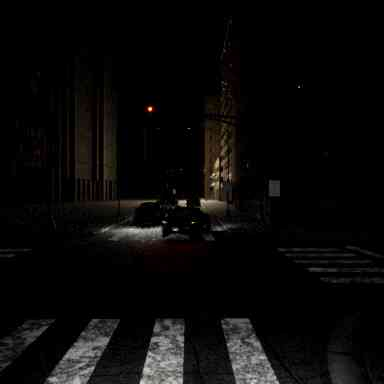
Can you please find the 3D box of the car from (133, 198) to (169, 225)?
[{"bbox_3d":[-3.052,1.479,24.437,1.882,1.535,5.008,0,0,0],"label":"car"}]

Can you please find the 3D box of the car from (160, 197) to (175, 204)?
[{"bbox_3d":[-3.034,1.527,34.401,1.812,1.442,4.674,0,0,0],"label":"car"}]

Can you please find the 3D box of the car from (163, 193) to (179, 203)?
[{"bbox_3d":[-2.999,1.222,45.111,2.150,2.045,5.566,0,0,1],"label":"car"}]

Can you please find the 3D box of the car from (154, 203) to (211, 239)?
[{"bbox_3d":[-0.219,1.526,17.418,1.812,1.442,4.674,1,0,14],"label":"car"}]

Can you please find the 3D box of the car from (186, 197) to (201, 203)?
[{"bbox_3d":[0.183,1.478,45.869,1.882,1.535,5.008,0,0,0],"label":"car"}]
